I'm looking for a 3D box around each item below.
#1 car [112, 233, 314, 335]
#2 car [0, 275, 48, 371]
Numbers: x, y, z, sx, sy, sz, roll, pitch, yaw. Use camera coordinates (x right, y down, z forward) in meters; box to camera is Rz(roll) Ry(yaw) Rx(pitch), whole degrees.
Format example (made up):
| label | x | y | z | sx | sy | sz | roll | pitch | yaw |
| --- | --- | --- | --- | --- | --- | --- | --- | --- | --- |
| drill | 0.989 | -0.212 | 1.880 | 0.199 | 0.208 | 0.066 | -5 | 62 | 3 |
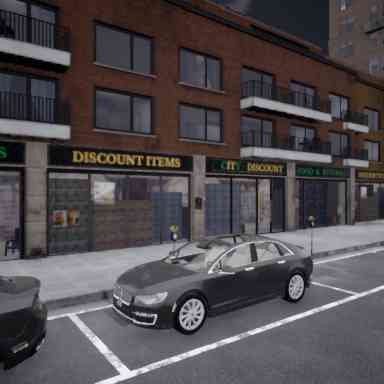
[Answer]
| label | x | y | z | sx | sy | sz | roll | pitch | yaw |
| --- | --- | --- | --- | --- | --- | --- | --- | --- | --- |
| car | 0.612 | 1.551 | 6.619 | 4.403 | 1.369 | 2.008 | 0 | 0 | -35 |
| car | -3.884 | 1.551 | 3.419 | 4.403 | 1.369 | 2.008 | 0 | 0 | -35 |
